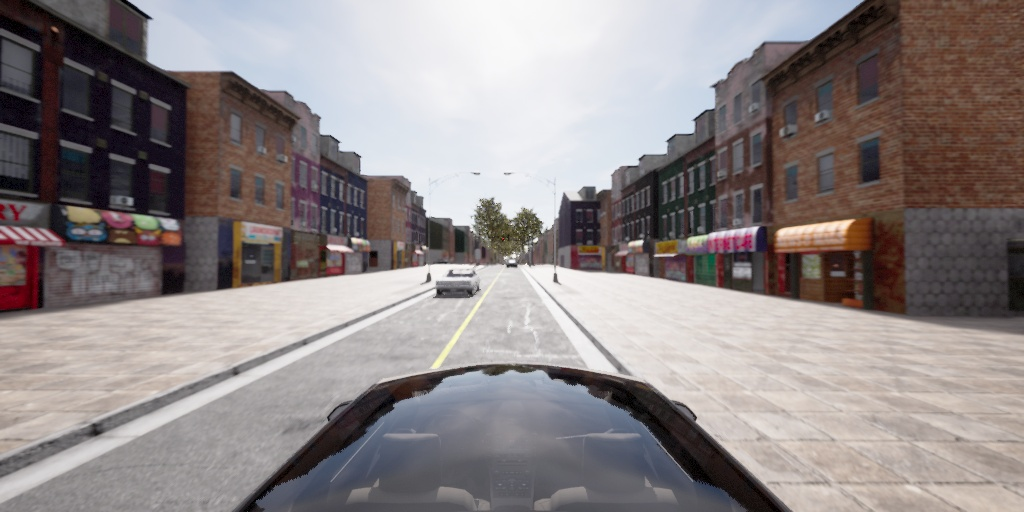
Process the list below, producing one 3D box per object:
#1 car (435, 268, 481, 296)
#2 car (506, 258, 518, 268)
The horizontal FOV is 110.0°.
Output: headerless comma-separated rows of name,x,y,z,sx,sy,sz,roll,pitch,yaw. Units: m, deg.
car,-2.795,1.339,19.349,1.895,1.301,4.718,0,0,1
car,0.003,1.386,63.552,1.994,1.385,4.181,0,0,0
